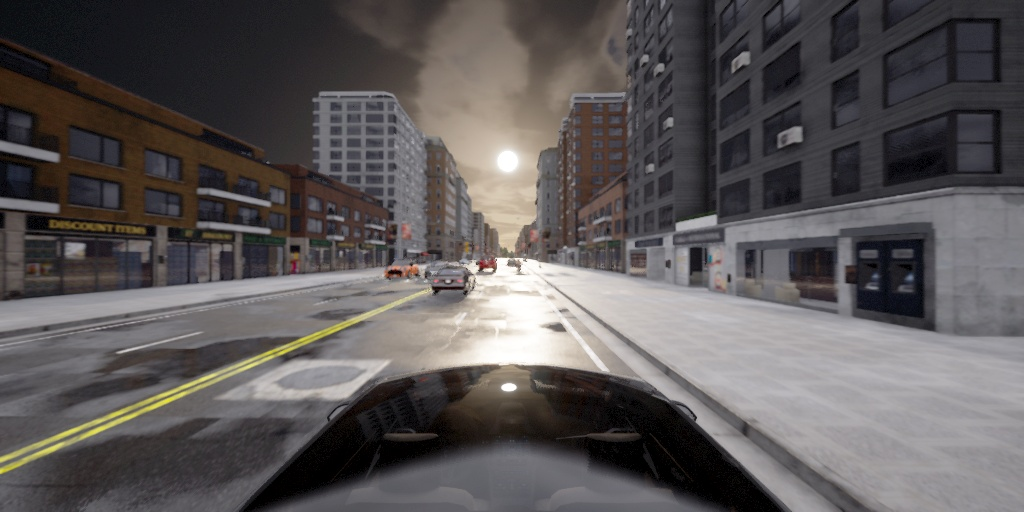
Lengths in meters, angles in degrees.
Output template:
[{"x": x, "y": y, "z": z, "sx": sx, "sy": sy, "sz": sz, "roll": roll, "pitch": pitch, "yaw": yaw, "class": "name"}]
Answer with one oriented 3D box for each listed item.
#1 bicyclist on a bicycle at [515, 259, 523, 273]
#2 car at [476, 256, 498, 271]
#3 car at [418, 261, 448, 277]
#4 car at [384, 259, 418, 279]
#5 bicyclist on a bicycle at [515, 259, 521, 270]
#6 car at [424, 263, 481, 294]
[{"x": 0.872, "y": 1.189, "z": 42.101, "sx": 0.866, "sy": 1.612, "sz": 1.509, "roll": 0, "pitch": 2, "yaw": 0, "class": "bicyclist on a bicycle"}, {"x": -3.158, "y": 0.976, "z": 47.714, "sx": 2.150, "sy": 2.045, "sz": 5.566, "roll": 0, "pitch": 0, "yaw": 0, "class": "car"}, {"x": -6.600, "y": 1.245, "z": 32.423, "sx": 2.128, "sy": 1.511, "sz": 4.902, "roll": 0, "pitch": 0, "yaw": 0, "class": "car"}, {"x": -9.849, "y": 1.104, "z": 32.385, "sx": 2.097, "sy": 1.767, "sz": 4.553, "roll": 0, "pitch": 0, "yaw": 0, "class": "car"}, {"x": 0.867, "y": 1.192, "z": 51.126, "sx": 0.866, "sy": 1.612, "sz": 1.509, "roll": 0, "pitch": 0, "yaw": 0, "class": "bicyclist on a bicycle"}, {"x": -3.154, "y": 1.299, "z": 20.195, "sx": 2.033, "sy": 1.411, "sz": 5.357, "roll": 0, "pitch": 0, "yaw": 0, "class": "car"}]
